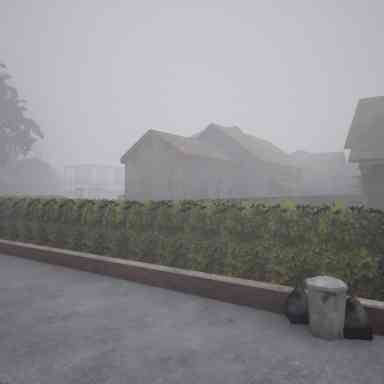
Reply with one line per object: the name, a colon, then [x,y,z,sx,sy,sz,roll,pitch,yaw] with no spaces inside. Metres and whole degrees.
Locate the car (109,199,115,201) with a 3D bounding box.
car: [-6.496,1.356,25.693,5.357,1.415,2.033,0,0,38]

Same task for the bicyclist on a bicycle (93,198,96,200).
bicyclist on a bicycle: [-8.795,1.349,30.383,1.656,1.620,0.582,0,0,35]

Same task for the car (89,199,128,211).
car: [-10.569,1.600,42.401,1.895,1.301,4.718,0,0,36]
